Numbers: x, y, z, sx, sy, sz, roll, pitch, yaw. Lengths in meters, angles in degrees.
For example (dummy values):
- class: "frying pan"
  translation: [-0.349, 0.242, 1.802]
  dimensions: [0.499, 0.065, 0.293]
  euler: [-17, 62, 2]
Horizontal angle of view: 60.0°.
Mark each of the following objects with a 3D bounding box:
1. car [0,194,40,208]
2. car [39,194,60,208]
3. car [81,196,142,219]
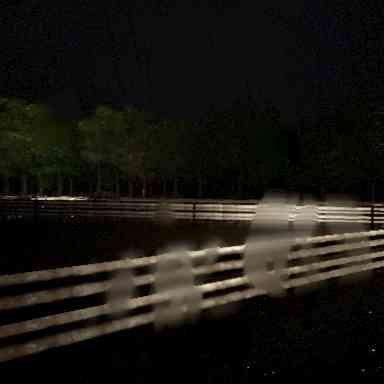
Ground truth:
- class: "car"
  translation: [-17.404, 1.147, 30.856]
  dimensions: [5.357, 1.411, 2.033]
  euler: [1, 0, 7]
- class: "car"
  translation: [-15.997, 0.997, 34.205]
  dimensions: [4.553, 1.767, 2.097]
  euler: [1, 0, 7]
- class: "car"
  translation: [-6.233, 1.092, 26.044]
  dimensions: [4.553, 1.767, 2.097]
  euler: [1, 0, 7]
